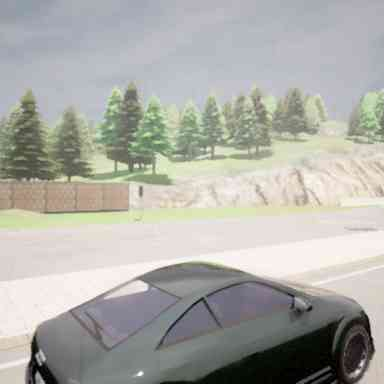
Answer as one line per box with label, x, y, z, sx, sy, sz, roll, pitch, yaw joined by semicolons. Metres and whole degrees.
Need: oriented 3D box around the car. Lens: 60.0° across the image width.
car;0.342;1.569;3.991;4.181;1.385;1.994;0;0;-36
